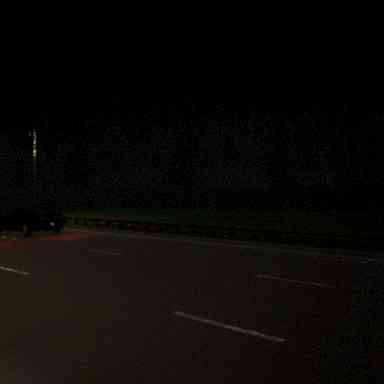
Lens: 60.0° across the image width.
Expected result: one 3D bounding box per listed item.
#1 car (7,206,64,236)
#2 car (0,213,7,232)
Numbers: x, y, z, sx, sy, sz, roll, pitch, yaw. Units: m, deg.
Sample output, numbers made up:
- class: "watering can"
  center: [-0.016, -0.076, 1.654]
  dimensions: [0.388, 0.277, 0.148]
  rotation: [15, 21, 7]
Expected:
- class: "car"
  center: [-9.460, 1.578, 19.231]
  dimensions: [5.008, 1.535, 1.882]
  rotation: [-1, 0, 36]
- class: "car"
  center: [-11.546, 1.591, 16.422]
  dimensions: [4.902, 1.511, 2.128]
  rotation: [-1, 0, 36]
